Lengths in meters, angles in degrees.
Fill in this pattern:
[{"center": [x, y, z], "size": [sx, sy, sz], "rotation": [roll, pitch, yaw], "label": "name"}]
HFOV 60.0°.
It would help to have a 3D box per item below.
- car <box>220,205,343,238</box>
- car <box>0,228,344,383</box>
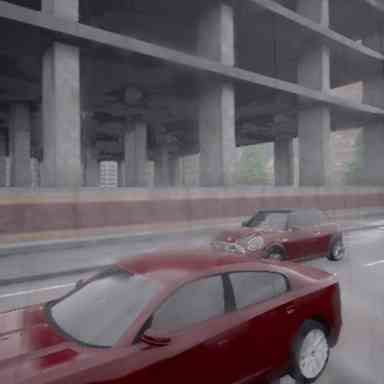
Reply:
[{"center": [2.672, 1.310, 10.301], "size": [4.553, 1.767, 2.097], "rotation": [-1, 0, -36], "label": "car"}, {"center": [-0.285, 1.481, 3.799], "size": [5.008, 1.535, 1.882], "rotation": [-1, 0, -36], "label": "car"}]
